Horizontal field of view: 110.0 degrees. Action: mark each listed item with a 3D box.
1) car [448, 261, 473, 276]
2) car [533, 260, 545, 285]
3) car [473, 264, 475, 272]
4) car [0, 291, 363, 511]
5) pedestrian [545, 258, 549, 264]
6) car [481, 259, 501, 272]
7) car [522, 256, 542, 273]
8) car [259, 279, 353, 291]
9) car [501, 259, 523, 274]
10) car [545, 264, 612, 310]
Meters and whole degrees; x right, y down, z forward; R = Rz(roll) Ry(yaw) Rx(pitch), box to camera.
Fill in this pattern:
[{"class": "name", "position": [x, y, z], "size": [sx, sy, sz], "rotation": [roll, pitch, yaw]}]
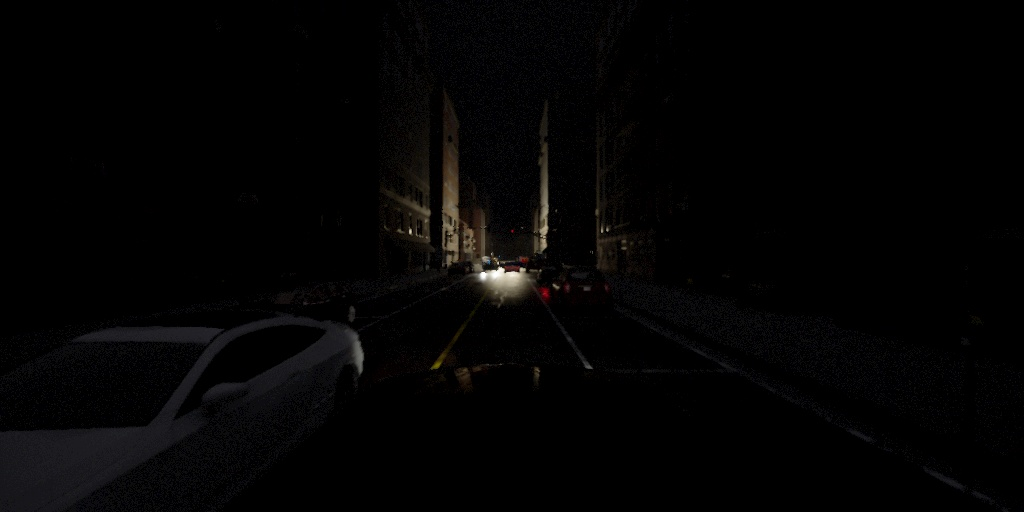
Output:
[{"class": "car", "position": [-5.383, 1.279, 36.552], "size": [1.888, 1.381, 4.507], "rotation": [0, 0, 0]}, {"class": "car", "position": [2.753, 1.267, 25.577], "size": [1.812, 1.442, 4.674], "rotation": [0, 0, 0]}, {"class": "car", "position": [-5.383, 1.296, 42.063], "size": [1.948, 1.339, 4.313], "rotation": [0, 0, 0]}, {"class": "car", "position": [-2.863, 1.275, 3.013], "size": [1.812, 1.442, 4.674], "rotation": [0, 0, 0]}, {"class": "pedestrian", "position": [2.753, 1.032, 28.413], "size": [0.375, 1.860, 0.375], "rotation": [0, 0, -14]}, {"class": "car", "position": [-2.745, 1.395, 46.412], "size": [1.895, 1.301, 4.718], "rotation": [0, 0, 0]}, {"class": "car", "position": [2.642, 1.045, 42.062], "size": [2.192, 1.841, 5.009], "rotation": [0, 0, 0]}, {"class": "car", "position": [-5.387, 1.297, 8.996], "size": [2.007, 1.370, 4.403], "rotation": [0, 0, 0]}, {"class": "car", "position": [0.016, 1.332, 41.770], "size": [1.895, 1.301, 4.718], "rotation": [0, 0, 0]}, {"class": "car", "position": [2.639, 1.185, 14.506], "size": [1.967, 1.591, 4.097], "rotation": [0, 0, 0]}]
